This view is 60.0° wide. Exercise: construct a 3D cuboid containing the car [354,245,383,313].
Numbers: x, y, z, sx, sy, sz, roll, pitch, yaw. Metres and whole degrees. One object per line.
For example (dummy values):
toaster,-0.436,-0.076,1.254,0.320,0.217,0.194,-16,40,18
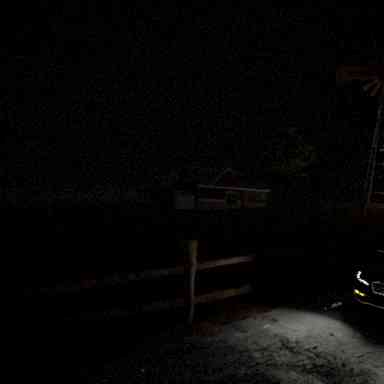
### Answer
car,5.253,1.520,6.797,4.892,1.490,1.837,0,0,-35
